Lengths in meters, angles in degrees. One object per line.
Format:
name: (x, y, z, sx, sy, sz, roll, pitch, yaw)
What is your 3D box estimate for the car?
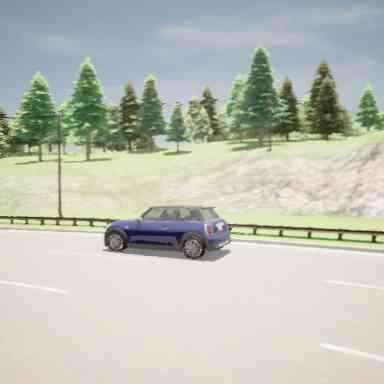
car: (-0.979, 1.234, 12.014, 4.553, 1.767, 2.097, 0, 1, 26)
